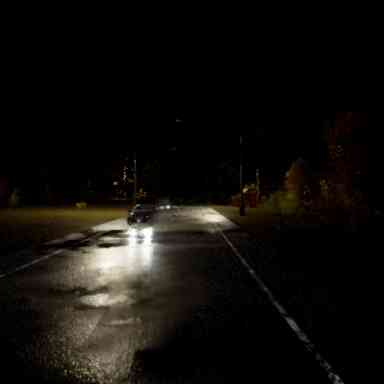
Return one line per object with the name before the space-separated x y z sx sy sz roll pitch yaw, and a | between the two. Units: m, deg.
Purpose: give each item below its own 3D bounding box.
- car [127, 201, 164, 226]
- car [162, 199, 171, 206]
car | -3.607 1.694 25.002 2.128 1.511 4.902 0 0 0
car | -5.223 2.106 65.225 1.994 1.385 4.181 0 -1 -7
